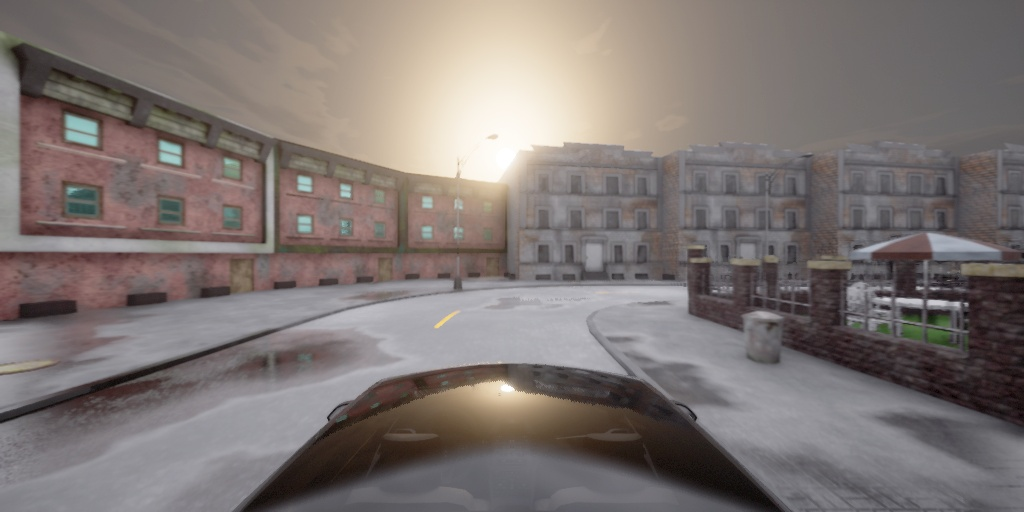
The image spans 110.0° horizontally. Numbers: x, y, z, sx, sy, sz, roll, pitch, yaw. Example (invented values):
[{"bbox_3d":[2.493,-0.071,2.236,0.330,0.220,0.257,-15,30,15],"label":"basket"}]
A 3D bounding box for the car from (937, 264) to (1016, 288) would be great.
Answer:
[{"bbox_3d":[28.506,1.206,21.410,4.892,1.490,1.837,0,0,0],"label":"car"}]

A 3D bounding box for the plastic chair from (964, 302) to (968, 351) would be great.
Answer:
[{"bbox_3d":[9.329,1.325,6.700,0.750,1.272,0.730,0,0,5],"label":"plastic chair"}]

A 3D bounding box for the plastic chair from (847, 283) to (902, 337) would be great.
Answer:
[{"bbox_3d":[7.997,1.323,8.119,0.730,1.272,0.750,0,0,0],"label":"plastic chair"}]

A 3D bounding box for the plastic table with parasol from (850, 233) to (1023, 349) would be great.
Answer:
[{"bbox_3d":[9.258,0.719,8.028,2.482,2.480,2.482,0,0,0],"label":"plastic table with parasol"}]
